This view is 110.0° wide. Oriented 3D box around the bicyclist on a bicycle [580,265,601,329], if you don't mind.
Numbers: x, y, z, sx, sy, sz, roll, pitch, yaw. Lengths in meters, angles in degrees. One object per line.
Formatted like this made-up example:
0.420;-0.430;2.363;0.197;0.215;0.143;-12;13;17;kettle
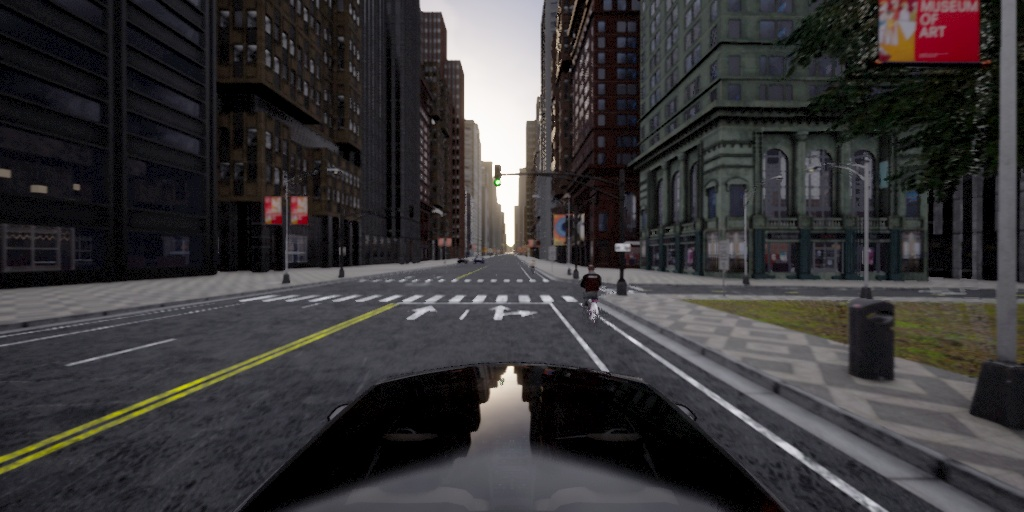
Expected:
2.239;1.126;10.328;0.659;1.776;1.843;0;0;0;bicyclist on a bicycle

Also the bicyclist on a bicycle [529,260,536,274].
2.259;1.204;39.271;0.866;1.612;1.509;0;0;0;bicyclist on a bicycle
